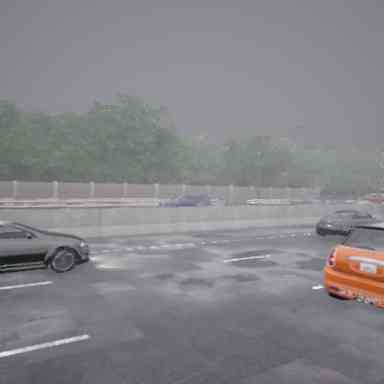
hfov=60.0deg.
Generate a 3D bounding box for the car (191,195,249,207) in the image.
[{"bbox_3d":[2.595,1.362,26.197,4.553,1.767,2.097,1,0,-31],"label":"car"}]

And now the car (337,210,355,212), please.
[{"bbox_3d":[8.421,1.642,17.343,4.181,1.385,1.994,1,0,-31],"label":"car"}]

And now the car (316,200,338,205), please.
[{"bbox_3d":[17.133,1.726,39.088,4.181,1.385,1.994,1,0,-31],"label":"car"}]

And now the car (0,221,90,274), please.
[{"bbox_3d":[-5.034,1.500,9.177,4.181,1.385,1.994,1,0,-31],"label":"car"}]

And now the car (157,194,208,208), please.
[{"bbox_3d":[-0.642,1.192,32.423,5.566,2.045,2.150,0,0,-31],"label":"car"}]

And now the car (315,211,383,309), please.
[{"bbox_3d":[4.972,1.398,7.060,4.553,1.767,2.097,1,0,-31],"label":"car"}]

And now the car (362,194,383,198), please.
[{"bbox_3d":[29.610,1.248,54.762,5.566,2.045,2.150,1,0,-31],"label":"car"}]

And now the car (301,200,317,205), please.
[{"bbox_3d":[16.584,1.718,42.835,4.181,1.385,1.994,1,0,-31],"label":"car"}]

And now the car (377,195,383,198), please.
[{"bbox_3d":[31.554,1.710,51.851,4.553,1.767,2.097,1,0,-31],"label":"car"}]

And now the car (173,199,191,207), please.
[{"bbox_3d":[0.849,1.553,29.232,4.181,1.385,1.994,1,0,-31],"label":"car"}]

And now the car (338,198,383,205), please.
[{"bbox_3d":[18.241,1.701,35.672,4.674,1.442,1.812,1,0,-31],"label":"car"}]

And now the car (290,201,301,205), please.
[{"bbox_3d":[15.899,1.745,46.504,4.718,1.301,1.895,1,0,-31],"label":"car"}]

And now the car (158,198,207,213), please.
[{"bbox_3d":[-1.026,1.442,36.274,5.008,1.535,1.882,1,0,-31],"label":"car"}]
